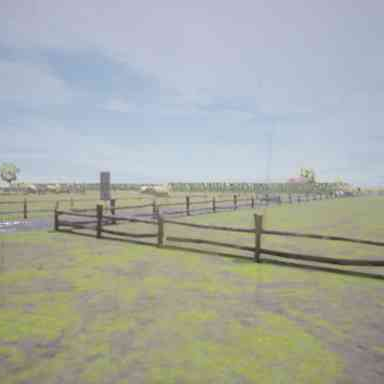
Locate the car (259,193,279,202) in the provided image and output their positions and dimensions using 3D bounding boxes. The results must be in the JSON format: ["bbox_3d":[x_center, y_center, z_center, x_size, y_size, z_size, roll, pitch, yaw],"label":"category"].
[{"bbox_3d":[12.029,0.836,51.492,1.994,1.385,4.181,0,0,36],"label":"car"}]

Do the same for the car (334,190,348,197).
[{"bbox_3d":[35.057,0.488,78.989,1.812,1.442,4.674,0,0,36],"label":"car"}]
